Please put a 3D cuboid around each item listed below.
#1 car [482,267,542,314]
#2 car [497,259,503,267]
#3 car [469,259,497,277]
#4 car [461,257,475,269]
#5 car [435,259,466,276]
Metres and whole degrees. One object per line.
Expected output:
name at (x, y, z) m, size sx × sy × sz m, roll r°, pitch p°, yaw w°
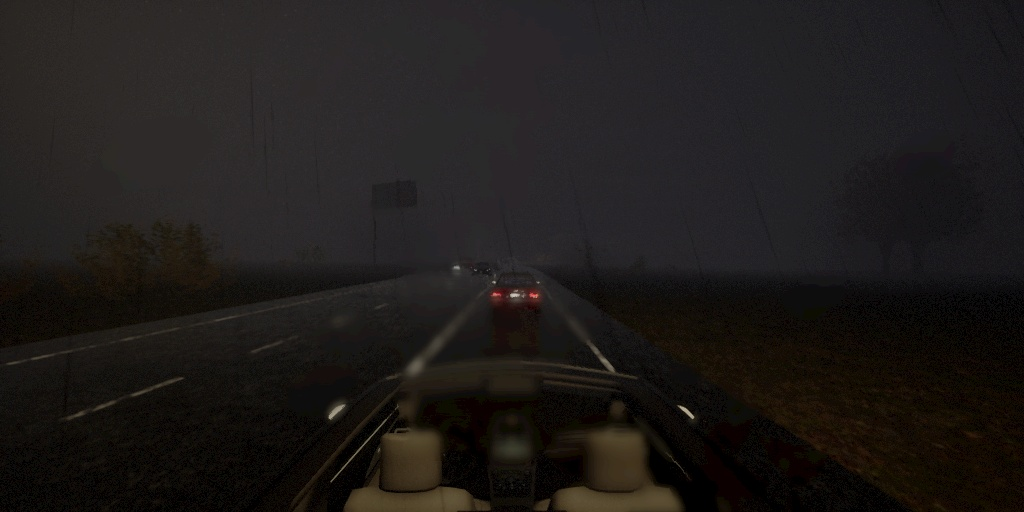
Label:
car at (0.171, 1.336, 14.073) m, size 2.033 × 1.411 × 5.357 m, roll 1°, pitch 0°, yaw 1°
car at (-2.718, 1.374, 49.685) m, size 2.128 × 1.511 × 4.902 m, roll 1°, pitch 0°, yaw 1°
car at (-2.937, 1.311, 36.888) m, size 1.837 × 1.490 × 4.892 m, roll 1°, pitch 0°, yaw 1°
car at (-6.214, 1.098, 49.715) m, size 2.150 × 2.045 × 5.566 m, roll 1°, pitch 0°, yaw 1°
car at (-6.437, 1.299, 36.947) m, size 2.033 × 1.411 × 5.357 m, roll 1°, pitch 0°, yaw 1°
